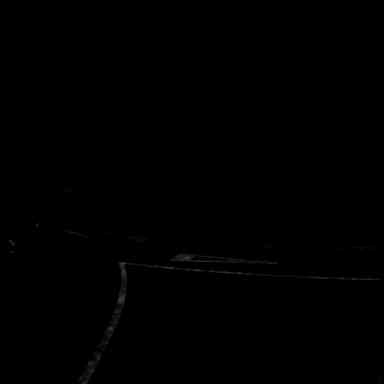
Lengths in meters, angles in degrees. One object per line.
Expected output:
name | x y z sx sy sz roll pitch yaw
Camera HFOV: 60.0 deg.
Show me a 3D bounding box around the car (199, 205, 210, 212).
car | 3.882 4.663 93.764 2.435 2.045 5.566 0 -2 26
